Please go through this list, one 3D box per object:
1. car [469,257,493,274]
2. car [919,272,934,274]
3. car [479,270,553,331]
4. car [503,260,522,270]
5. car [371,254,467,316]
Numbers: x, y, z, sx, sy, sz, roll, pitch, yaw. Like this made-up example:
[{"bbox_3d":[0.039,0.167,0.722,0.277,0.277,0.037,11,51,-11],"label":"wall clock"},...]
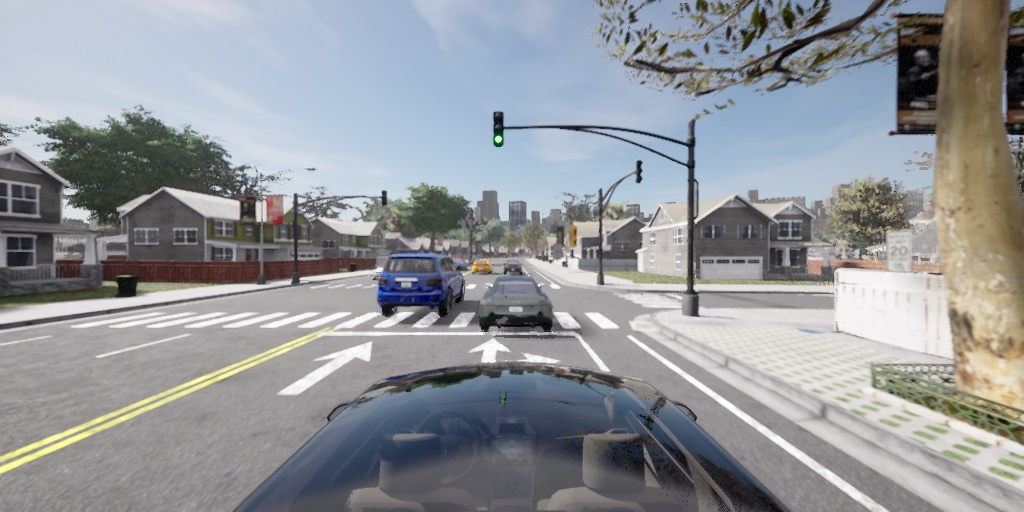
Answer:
[{"bbox_3d":[-3.149,1.085,38.985,1.882,1.535,5.008,0,0,0],"label":"car"},{"bbox_3d":[20.775,1.543,18.653,5.357,1.411,2.033,1,1,-1],"label":"car"},{"bbox_3d":[0.098,1.283,10.882,1.994,1.385,4.181,0,0,0],"label":"car"},{"bbox_3d":[0.101,1.137,37.995,1.812,1.442,4.674,0,0,0],"label":"car"},{"bbox_3d":[-3.149,0.932,13.370,2.150,2.045,5.566,0,0,0],"label":"car"}]
